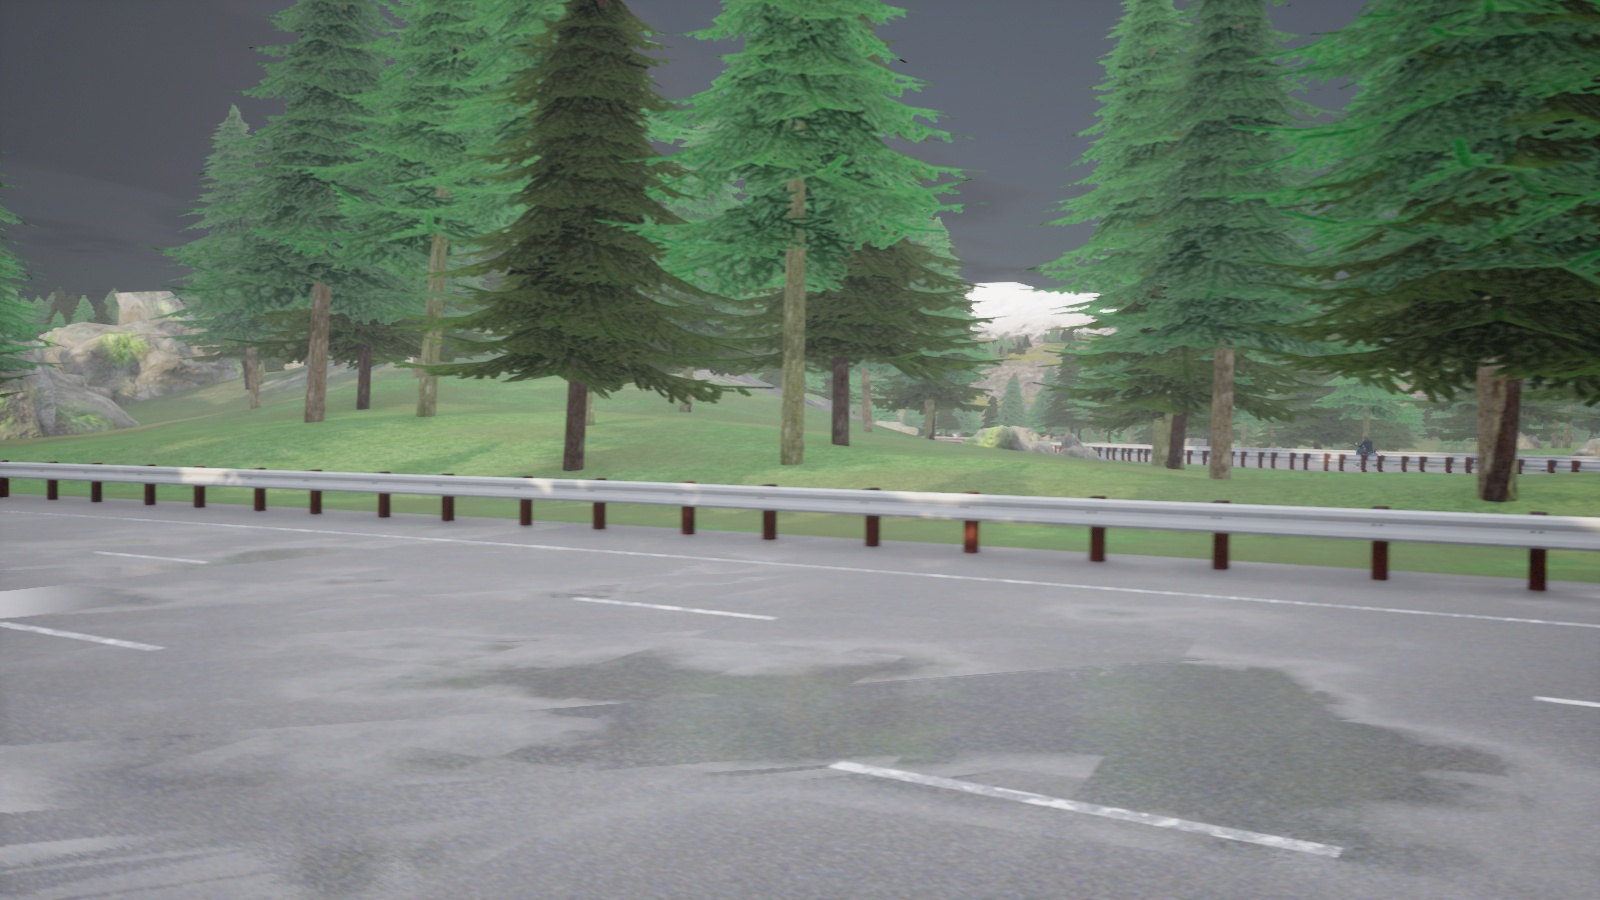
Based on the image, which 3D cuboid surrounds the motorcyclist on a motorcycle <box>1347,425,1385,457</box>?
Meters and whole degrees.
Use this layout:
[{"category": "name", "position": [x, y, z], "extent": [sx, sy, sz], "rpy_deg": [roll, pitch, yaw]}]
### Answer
[{"category": "motorcyclist on a motorcycle", "position": [28.680, -0.453, 63.635], "extent": [0.866, 1.590, 1.817], "rpy_deg": [0, 1, -12]}]
